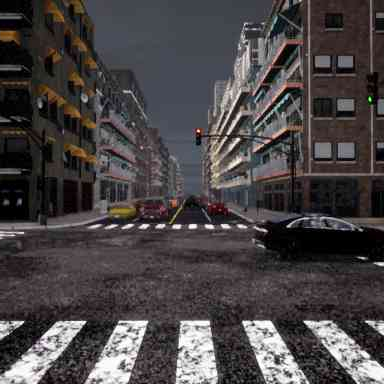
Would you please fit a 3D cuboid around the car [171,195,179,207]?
[{"bbox_3d":[-3.213,1.365,47.350,2.097,1.767,4.553,0,0,0],"label":"car"}]

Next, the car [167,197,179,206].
[{"bbox_3d":[-3.209,1.617,57.209,1.895,1.301,4.718,0,0,0],"label":"car"}]

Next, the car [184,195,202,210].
[{"bbox_3d":[-0.013,1.489,44.023,1.882,1.535,5.008,0,0,0],"label":"car"}]

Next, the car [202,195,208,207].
[{"bbox_3d":[2.598,1.450,39.042,1.967,1.590,4.097,1,0,0],"label":"car"}]

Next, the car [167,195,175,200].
[{"bbox_3d":[-5.926,1.587,94.268,2.008,1.369,4.403,1,0,0],"label":"car"}]

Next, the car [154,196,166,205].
[{"bbox_3d":[-5.841,1.544,60.958,1.752,1.417,4.829,1,0,0],"label":"car"}]

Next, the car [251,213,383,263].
[{"bbox_3d":[4.554,1.523,11.625,4.902,1.511,2.128,1,0,-1],"label":"car"}]

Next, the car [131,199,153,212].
[{"bbox_3d":[-5.784,1.555,39.034,1.887,1.381,4.507,1,0,0],"label":"car"}]

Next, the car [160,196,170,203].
[{"bbox_3d":[-5.870,1.568,72.175,1.887,1.381,4.507,1,0,0],"label":"car"}]

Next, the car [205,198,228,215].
[{"bbox_3d":[2.611,1.553,33.518,1.887,1.381,4.507,1,0,0],"label":"car"}]

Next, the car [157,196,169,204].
[{"bbox_3d":[-5.856,1.572,66.652,2.008,1.369,4.403,1,0,0],"label":"car"}]

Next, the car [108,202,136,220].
[{"bbox_3d":[-5.754,1.532,27.818,1.752,1.417,4.829,1,0,0],"label":"car"}]

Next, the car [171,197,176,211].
[{"bbox_3d":[-3.198,1.557,37.561,2.033,1.411,5.357,0,0,0],"label":"car"}]

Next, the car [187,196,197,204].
[{"bbox_3d":[-0.070,1.527,65.626,1.837,1.490,4.892,0,1,0],"label":"car"}]

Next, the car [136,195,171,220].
[{"bbox_3d":[-3.147,1.359,28.069,2.097,1.767,4.553,0,0,-1],"label":"car"}]

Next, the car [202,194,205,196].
[{"bbox_3d":[2.789,1.380,81.831,2.097,1.767,4.553,0,0,0],"label":"car"}]
